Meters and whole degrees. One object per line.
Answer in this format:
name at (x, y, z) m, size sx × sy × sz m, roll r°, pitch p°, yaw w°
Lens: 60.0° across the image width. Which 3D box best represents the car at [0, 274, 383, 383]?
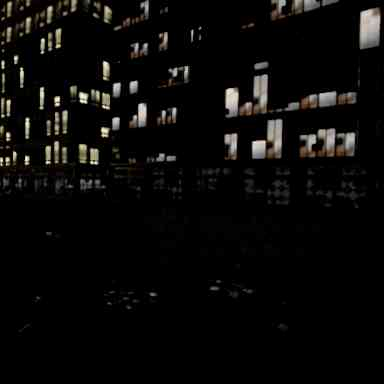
car at (-0.433, 1.512, 3.179) m, size 4.313 × 1.339 × 1.947 m, roll 2°, pitch 1°, yaw 35°
